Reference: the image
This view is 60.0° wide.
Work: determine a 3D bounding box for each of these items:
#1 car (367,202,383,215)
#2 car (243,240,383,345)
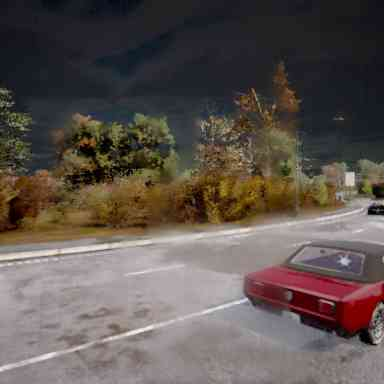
[{"bbox_3d":[18.887,1.637,33.308,1.895,1.301,4.718,0,0,36],"label":"car"},{"bbox_3d":[3.246,1.613,6.443,4.718,1.301,1.895,0,0,-39],"label":"car"}]
